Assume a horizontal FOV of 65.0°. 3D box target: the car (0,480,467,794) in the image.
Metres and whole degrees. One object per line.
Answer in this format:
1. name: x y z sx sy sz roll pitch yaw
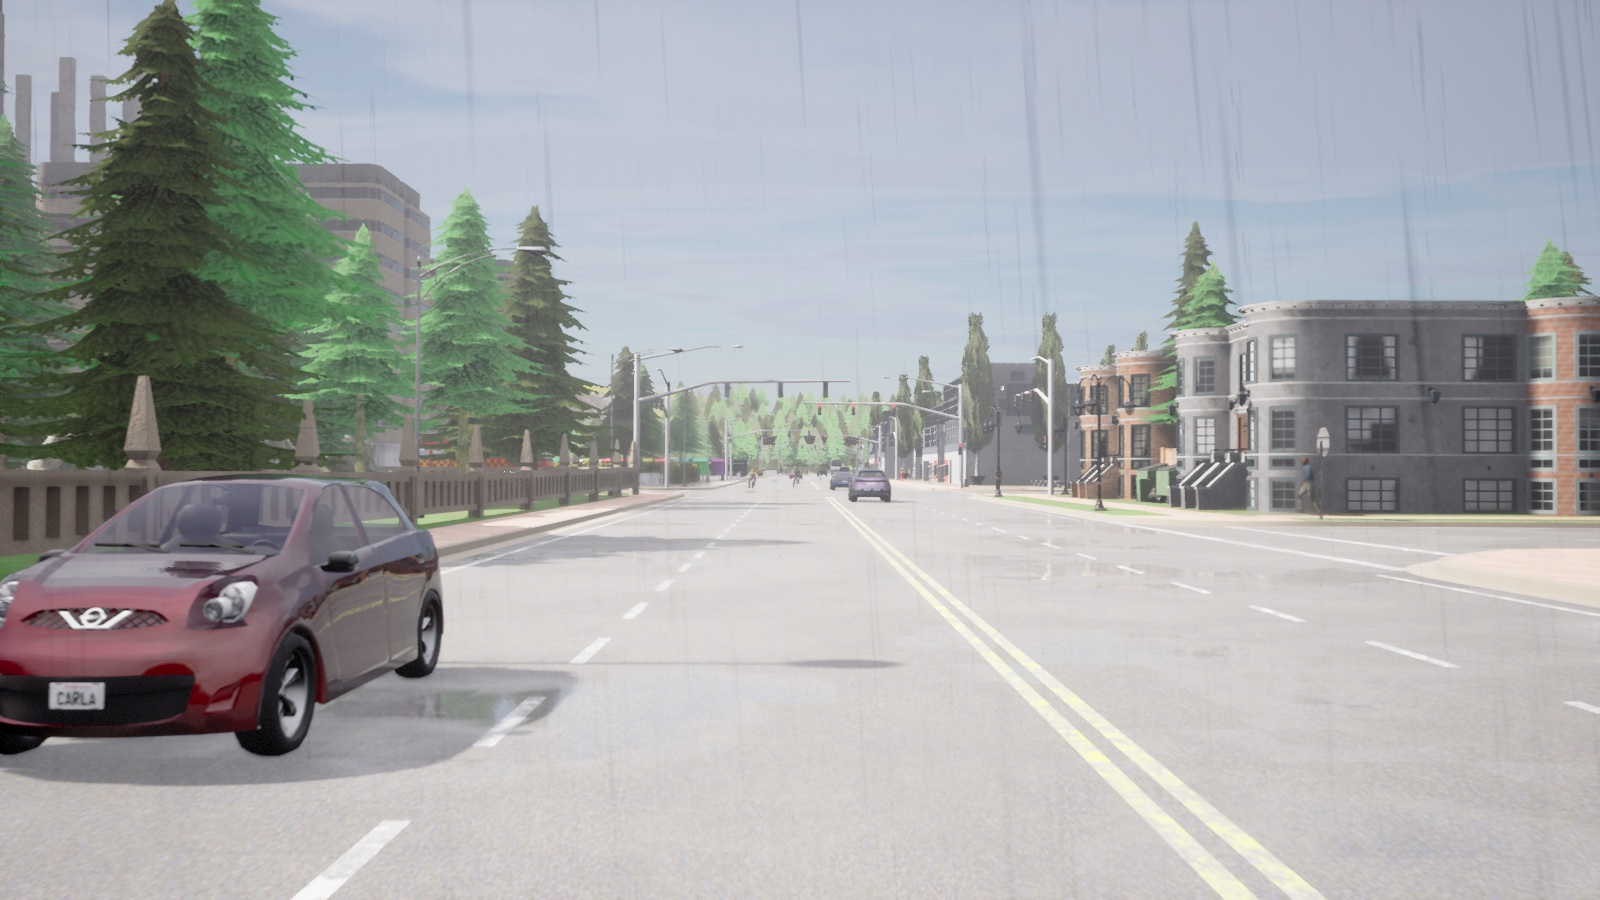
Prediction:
1. car: -3.518 0.961 7.978 1.845 1.501 3.633 0 -1 0

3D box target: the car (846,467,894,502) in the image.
1. car: 3.359 1.652 60.949 2.033 1.649 4.856 0 -1 0

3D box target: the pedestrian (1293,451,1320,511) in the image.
1. pedestrian: 15.593 0.960 38.672 0.726 1.835 0.370 0 -1 12

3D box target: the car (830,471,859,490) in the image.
1. car: 3.284 2.287 93.985 1.994 1.385 4.181 0 -1 0

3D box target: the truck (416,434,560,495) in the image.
1. truck: -19.823 0.941 80.142 8.468 3.827 2.891 0 -1 0
